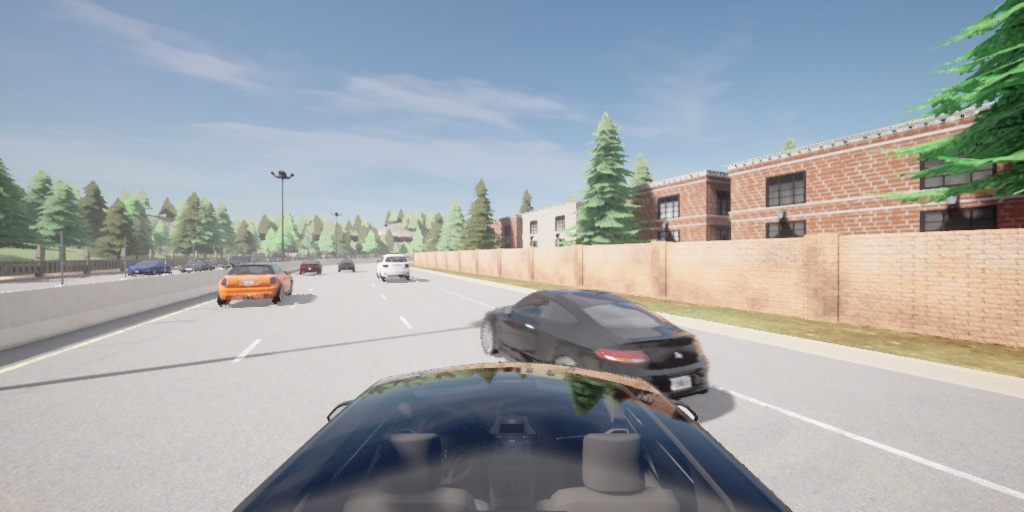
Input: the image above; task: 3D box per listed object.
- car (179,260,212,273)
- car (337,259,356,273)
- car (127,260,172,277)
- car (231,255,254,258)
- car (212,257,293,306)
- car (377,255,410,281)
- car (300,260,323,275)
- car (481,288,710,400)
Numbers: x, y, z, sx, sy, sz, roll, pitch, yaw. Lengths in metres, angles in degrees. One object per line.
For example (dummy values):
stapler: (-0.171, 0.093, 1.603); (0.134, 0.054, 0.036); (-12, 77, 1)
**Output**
car: (-32.862, 1.209, 37.565); (2.128, 1.511, 4.902); (0, 0, -24)
car: (-20.267, 1.215, 43.963); (1.837, 1.490, 4.892); (0, 0, -25)
car: (-35.756, 1.195, 35.462); (1.882, 1.535, 5.008); (0, 0, -24)
car: (-30.043, 0.940, 39.835); (2.150, 2.045, 5.566); (0, 0, -24)
car: (-11.343, 1.089, 16.160); (2.097, 1.767, 4.553); (0, 0, -25)
car: (-9.906, 0.945, 29.801); (2.150, 2.045, 5.566); (0, 0, -25)
car: (-22.108, 1.193, 39.588); (1.882, 1.535, 5.008); (0, 0, -25)
car: (0.957, 1.272, 6.161); (1.812, 1.442, 4.674); (0, 0, -25)
